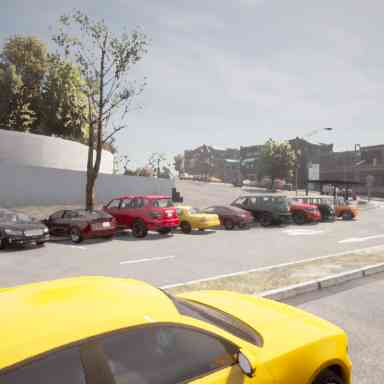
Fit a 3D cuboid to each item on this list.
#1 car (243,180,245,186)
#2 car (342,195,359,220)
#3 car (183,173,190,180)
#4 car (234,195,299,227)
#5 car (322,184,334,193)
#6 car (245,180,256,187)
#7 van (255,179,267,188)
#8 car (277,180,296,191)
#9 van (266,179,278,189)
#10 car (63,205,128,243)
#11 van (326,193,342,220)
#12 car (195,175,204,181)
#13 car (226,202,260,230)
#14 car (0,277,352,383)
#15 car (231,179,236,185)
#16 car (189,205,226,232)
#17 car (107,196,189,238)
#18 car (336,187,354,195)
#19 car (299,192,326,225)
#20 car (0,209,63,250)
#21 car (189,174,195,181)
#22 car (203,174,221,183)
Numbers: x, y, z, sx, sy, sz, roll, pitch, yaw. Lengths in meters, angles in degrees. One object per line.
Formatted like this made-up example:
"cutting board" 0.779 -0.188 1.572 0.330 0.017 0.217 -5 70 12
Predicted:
"car" 12.649 -2.044 76.443 2.002 1.452 4.674 7 4 35
"car" 11.525 1.403 28.207 4.553 1.767 2.185 -1 -1 35
"car" 0.436 -4.086 93.618 2.185 1.767 4.553 4 1 34
"car" 4.061 1.262 23.087 5.566 2.045 2.435 -1 -1 35
"car" 24.743 -0.427 59.165 2.435 2.045 5.566 7 3 35
"car" 14.479 -1.813 74.121 1.946 1.575 5.366 7 3 35
"van" 16.051 -1.765 71.389 1.878 1.987 4.442 7 4 35
"car" 19.537 -0.993 66.554 2.231 1.521 4.892 7 3 35
"van" 17.779 -1.491 68.917 1.878 1.987 4.442 7 4 35
"car" -5.742 1.524 16.135 4.792 1.488 2.163 -1 -1 35
"van" 9.115 1.297 26.459 4.442 1.987 1.878 -1 -1 35
"car" 3.958 -3.699 88.680 2.435 2.045 5.566 7 3 34
"car" 1.632 1.549 21.331 4.674 1.452 2.002 -1 -1 35
"car" -0.715 1.478 2.622 5.008 1.535 1.882 0 0 -36
"car" 10.908 -2.318 78.906 2.002 1.452 4.674 7 3 35
"car" -0.975 1.503 19.705 5.366 1.575 1.946 -1 -1 35
"car" -3.296 1.248 17.879 5.566 2.045 2.435 -1 -1 35
"car" 26.433 0.136 56.691 2.002 1.452 4.674 7 3 35
"car" 6.575 1.267 24.790 5.566 2.045 2.435 -1 -1 35
"car" -8.163 1.494 14.390 4.892 1.521 2.231 -1 -1 35
"car" 2.165 -3.851 91.147 2.185 1.767 4.553 6 3 34
"car" 5.807 -3.176 86.420 1.946 1.575 5.366 7 3 34
